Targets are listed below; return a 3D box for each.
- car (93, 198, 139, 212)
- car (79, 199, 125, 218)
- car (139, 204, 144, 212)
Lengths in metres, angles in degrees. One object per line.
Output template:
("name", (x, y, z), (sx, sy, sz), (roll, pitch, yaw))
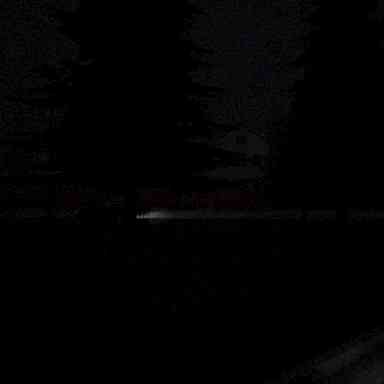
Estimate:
("car", (-8.164, 1.389, 33.849), (4.553, 1.767, 2.097), (0, 0, 2))
("car", (-8.062, 1.600, 30.343), (4.181, 1.385, 1.994), (0, 0, 3))
("car", (-7.683, 1.573, 37.329), (4.674, 1.442, 1.812), (0, 0, 3))
